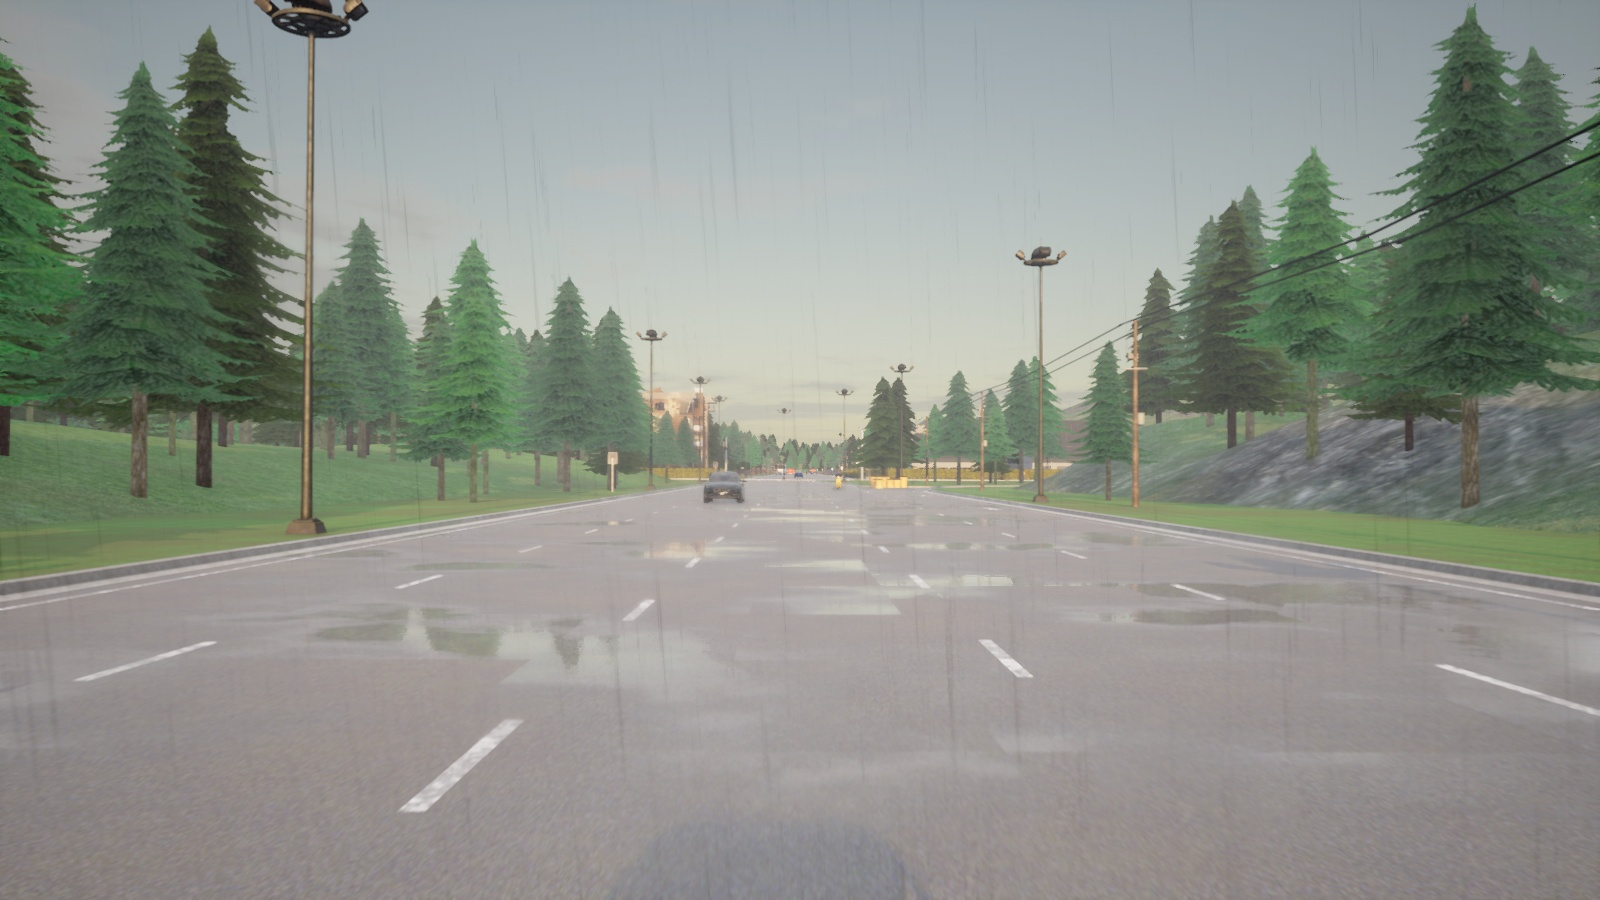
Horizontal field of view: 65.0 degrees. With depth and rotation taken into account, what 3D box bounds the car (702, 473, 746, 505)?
[{"bbox_3d":[-3.648,1.855,60.958,1.837,1.490,4.892,0,-1,0],"label":"car"}]
